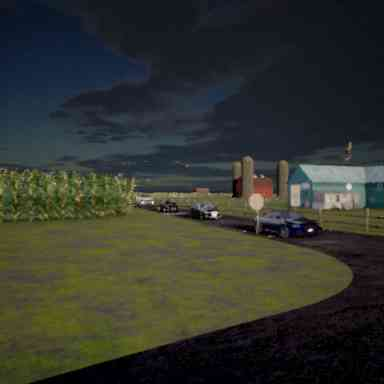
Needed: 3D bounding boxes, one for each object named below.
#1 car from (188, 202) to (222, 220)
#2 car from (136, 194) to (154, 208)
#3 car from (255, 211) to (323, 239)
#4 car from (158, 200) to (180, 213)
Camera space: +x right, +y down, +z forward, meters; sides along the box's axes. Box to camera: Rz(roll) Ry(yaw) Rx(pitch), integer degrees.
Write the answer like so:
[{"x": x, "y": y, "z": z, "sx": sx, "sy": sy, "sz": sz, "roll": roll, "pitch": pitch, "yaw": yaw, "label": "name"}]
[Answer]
[{"x": 1.106, "y": 1.725, "z": 30.561, "sx": 2.128, "sy": 1.511, "sz": 4.902, "roll": 0, "pitch": 0, "yaw": -20, "label": "car"}, {"x": -8.022, "y": 1.383, "z": 56.474, "sx": 2.150, "sy": 2.045, "sz": 5.566, "roll": 0, "pitch": 0, "yaw": -20, "label": "car"}, {"x": 5.319, "y": 1.754, "z": 18.721, "sx": 1.994, "sy": 1.385, "sz": 4.181, "roll": 0, "pitch": 0, "yaw": -20, "label": "car"}, {"x": -2.941, "y": 1.786, "z": 41.942, "sx": 1.837, "sy": 1.490, "sz": 4.892, "roll": 0, "pitch": 0, "yaw": -19, "label": "car"}]
